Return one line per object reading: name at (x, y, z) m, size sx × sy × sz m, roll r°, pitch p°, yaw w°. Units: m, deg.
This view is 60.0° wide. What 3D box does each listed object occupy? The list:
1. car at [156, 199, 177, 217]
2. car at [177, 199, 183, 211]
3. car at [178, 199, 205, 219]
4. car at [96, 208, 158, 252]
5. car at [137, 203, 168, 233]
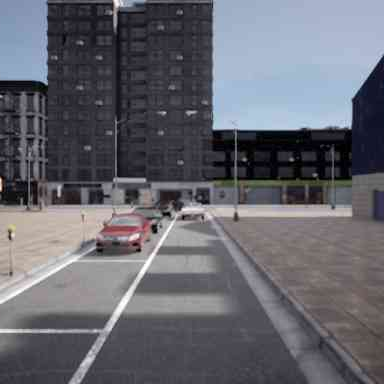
car at (-2.638, 1.509, 29.991) m, size 1.947 × 1.339 × 4.313 m, roll 0°, pitch 0°, yaw 0°
car at (-1.369, 1.477, 38.975) m, size 2.033 × 1.411 × 5.357 m, roll 0°, pitch 0°, yaw -26°
car at (0.090, 1.547, 28.052) m, size 1.895 × 1.301 × 4.718 m, roll 0°, pitch 0°, yaw 0°
car at (-2.639, 1.556, 13.635) m, size 1.802 × 1.307 × 4.206 m, roll 0°, pitch 0°, yaw 0°
car at (-2.639, 1.530, 19.087) m, size 1.947 × 1.339 × 4.313 m, roll 0°, pitch 0°, yaw 0°
